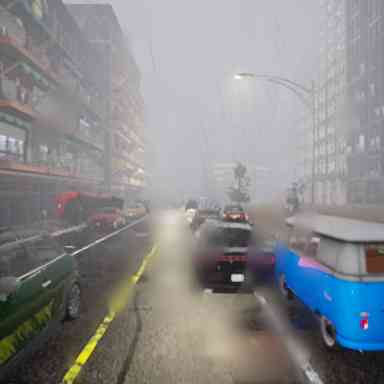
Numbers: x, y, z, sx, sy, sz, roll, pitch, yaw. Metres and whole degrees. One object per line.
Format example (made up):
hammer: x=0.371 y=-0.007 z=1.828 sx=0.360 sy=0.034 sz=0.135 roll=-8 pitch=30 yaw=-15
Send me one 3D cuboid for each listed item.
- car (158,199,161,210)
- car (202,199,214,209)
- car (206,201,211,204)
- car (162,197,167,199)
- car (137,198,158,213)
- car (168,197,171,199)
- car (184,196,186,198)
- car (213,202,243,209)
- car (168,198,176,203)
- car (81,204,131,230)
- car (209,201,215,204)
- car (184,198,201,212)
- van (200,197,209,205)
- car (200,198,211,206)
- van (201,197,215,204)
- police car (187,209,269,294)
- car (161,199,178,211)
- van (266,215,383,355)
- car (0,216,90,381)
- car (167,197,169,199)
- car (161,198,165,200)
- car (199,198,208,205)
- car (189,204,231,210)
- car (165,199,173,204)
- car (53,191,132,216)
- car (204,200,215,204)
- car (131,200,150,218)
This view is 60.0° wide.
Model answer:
car: x=-5.717 y=1.924 z=44.675 sx=2.008 sy=1.369 sz=4.403 roll=0 pitch=0 yaw=0
car: x=2.657 y=1.998 z=55.900 sx=1.752 sy=1.417 sz=4.829 roll=0 pitch=-1 yaw=0
car: x=2.668 y=1.859 z=33.626 sx=1.802 sy=1.307 sz=4.206 roll=0 pitch=0 yaw=0
car: x=-5.723 y=1.912 z=55.727 sx=1.967 sy=1.590 sz=4.097 roll=0 pitch=-1 yaw=0
car: x=-5.717 y=1.640 z=39.150 sx=2.192 sy=1.841 sz=5.009 roll=0 pitch=0 yaw=0
car: x=-5.728 y=2.119 z=66.780 sx=1.887 sy=1.381 sz=4.507 roll=0 pitch=-1 yaw=0
car: x=-0.026 y=1.853 z=59.004 sx=2.097 sy=1.767 sz=4.553 roll=0 pitch=-1 yaw=0
car: x=2.673 y=1.624 z=22.573 sx=1.967 sy=1.590 sz=4.097 roll=0 pitch=0 yaw=0
car: x=-5.742 y=2.405 z=94.411 sx=1.947 sy=1.339 sz=4.313 roll=0 pitch=-1 yaw=0
car: x=-5.707 y=1.728 z=22.569 sx=1.887 sy=1.381 sz=4.507 roll=0 pitch=0 yaw=0
car: x=2.670 y=1.757 z=28.269 sx=1.752 sy=1.417 sz=4.829 roll=0 pitch=0 yaw=0
car: x=-0.001 y=1.887 z=45.759 sx=1.837 sy=1.490 sz=4.892 roll=0 pitch=-1 yaw=0
van: x=2.647 y=1.967 z=72.313 sx=1.690 sy=1.788 sz=3.998 roll=0 pitch=-1 yaw=0
car: x=2.651 y=2.014 z=66.785 sx=1.967 sy=1.590 sz=4.097 roll=0 pitch=-1 yaw=0
van: x=2.659 y=1.763 z=50.207 sx=1.690 sy=1.788 sz=3.998 roll=0 pitch=-1 yaw=0
police car: x=0.895 y=1.498 z=9.101 sx=1.930 sy=1.638 sz=5.238 roll=0 pitch=0 yaw=0
car: x=-3.024 y=2.067 z=47.850 sx=1.895 sy=1.301 sz=4.718 roll=0 pitch=-1 yaw=0
van: x=2.681 y=1.389 z=5.994 sx=1.690 sy=1.788 sz=3.998 roll=0 pitch=0 yaw=0
car: x=-3.104 y=1.386 z=4.289 sx=2.097 sy=1.767 sz=4.553 roll=0 pitch=0 yaw=0
car: x=-5.726 y=2.088 z=61.253 sx=1.947 sy=1.339 sz=4.313 roll=0 pitch=-1 yaw=0
car: x=-5.720 y=1.973 z=50.201 sx=2.008 sy=1.369 sz=4.403 roll=0 pitch=-1 yaw=0
car: x=2.646 y=2.205 z=78.006 sx=1.752 sy=1.417 sz=4.829 roll=0 pitch=-1 yaw=0
car: x=0.890 y=1.659 z=18.990 sx=1.837 sy=1.490 sz=4.892 roll=0 pitch=0 yaw=0
car: x=-5.737 y=2.314 z=83.358 sx=1.802 sy=1.307 sz=4.206 roll=0 pitch=-1 yaw=0
car: x=-7.402 y=1.162 z=24.339 sx=2.045 sy=2.150 sz=5.566 roll=16 pitch=4 yaw=29
car: x=2.665 y=1.907 z=39.151 sx=1.802 sy=1.307 sz=4.206 roll=0 pitch=-1 yaw=0
car: x=-5.713 y=1.801 z=33.452 sx=1.752 sy=1.417 sz=4.829 roll=0 pitch=0 yaw=0
